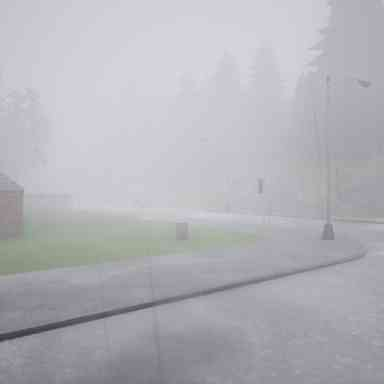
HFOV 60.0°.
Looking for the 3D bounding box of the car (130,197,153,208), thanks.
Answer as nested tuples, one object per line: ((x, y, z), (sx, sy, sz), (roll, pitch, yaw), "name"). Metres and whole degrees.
((-7.352, 1.526, 48.857), (1.812, 1.442, 4.674), (0, 0, -35), "car")

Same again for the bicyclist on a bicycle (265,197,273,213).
((7.935, 1.349, 34.655), (1.656, 1.620, 0.582), (0, 0, -36), "bicyclist on a bicycle")

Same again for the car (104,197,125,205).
((-13.313, 1.547, 57.157), (2.033, 1.411, 5.357), (0, 0, -35), "car")
